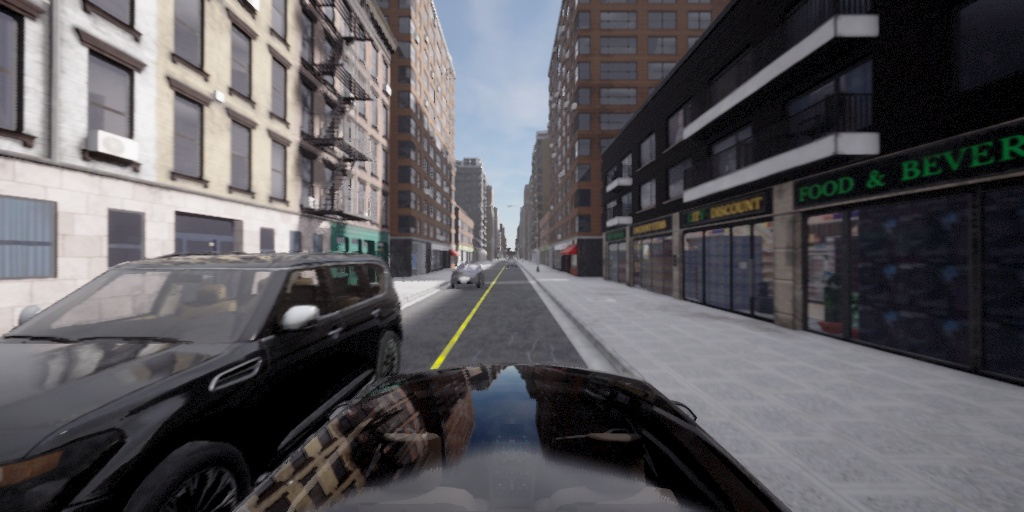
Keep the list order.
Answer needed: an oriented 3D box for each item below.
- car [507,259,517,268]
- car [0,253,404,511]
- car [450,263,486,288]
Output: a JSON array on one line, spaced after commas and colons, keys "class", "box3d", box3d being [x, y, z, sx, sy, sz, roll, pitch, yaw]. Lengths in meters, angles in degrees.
[{"class": "car", "box3d": [-0.021, 1.301, 62.593, 2.033, 1.411, 5.357, 0, 0, 0]}, {"class": "car", "box3d": [-2.842, 0.974, 3.768, 2.150, 2.045, 5.566, 0, 0, 0]}, {"class": "car", "box3d": [-2.785, 1.243, 23.432, 2.128, 1.511, 4.902, 0, 0, 1]}]
